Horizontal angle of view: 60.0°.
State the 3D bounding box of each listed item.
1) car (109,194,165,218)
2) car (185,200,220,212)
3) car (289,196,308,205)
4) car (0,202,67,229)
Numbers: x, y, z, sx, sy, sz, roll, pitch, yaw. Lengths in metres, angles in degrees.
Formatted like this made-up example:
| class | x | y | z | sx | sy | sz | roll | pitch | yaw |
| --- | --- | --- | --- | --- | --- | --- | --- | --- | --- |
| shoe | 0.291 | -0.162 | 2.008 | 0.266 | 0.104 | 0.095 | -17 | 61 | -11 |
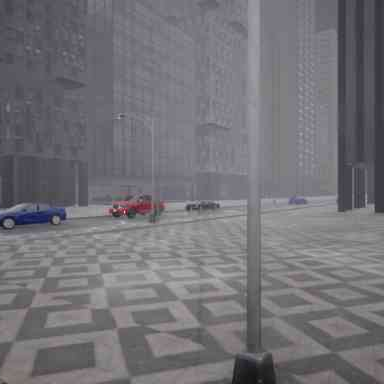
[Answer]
| class | x | y | z | sx | sy | sz | roll | pitch | yaw |
| --- | --- | --- | --- | --- | --- | --- | --- | --- | --- |
| car | -4.779 | 1.189 | 29.835 | 2.150 | 2.045 | 5.566 | 0 | 0 | 36 |
| car | 1.215 | 1.555 | 38.021 | 1.895 | 1.301 | 4.718 | 0 | 0 | 36 |
| car | 17.647 | 1.401 | 55.079 | 1.882 | 1.535 | 5.008 | 0 | 0 | 36 |
| car | -10.714 | 1.458 | 21.719 | 1.882 | 1.535 | 5.008 | 0 | 0 | 36 |
